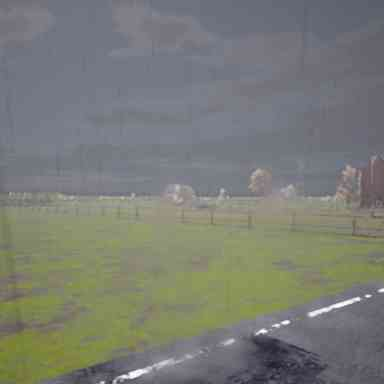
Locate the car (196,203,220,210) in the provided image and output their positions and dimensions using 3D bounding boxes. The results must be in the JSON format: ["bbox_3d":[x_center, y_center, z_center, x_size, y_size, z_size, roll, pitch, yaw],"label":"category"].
[{"bbox_3d":[3.062,2.844,66.405,2.033,1.411,5.357,1,-2,-43],"label":"car"}]
